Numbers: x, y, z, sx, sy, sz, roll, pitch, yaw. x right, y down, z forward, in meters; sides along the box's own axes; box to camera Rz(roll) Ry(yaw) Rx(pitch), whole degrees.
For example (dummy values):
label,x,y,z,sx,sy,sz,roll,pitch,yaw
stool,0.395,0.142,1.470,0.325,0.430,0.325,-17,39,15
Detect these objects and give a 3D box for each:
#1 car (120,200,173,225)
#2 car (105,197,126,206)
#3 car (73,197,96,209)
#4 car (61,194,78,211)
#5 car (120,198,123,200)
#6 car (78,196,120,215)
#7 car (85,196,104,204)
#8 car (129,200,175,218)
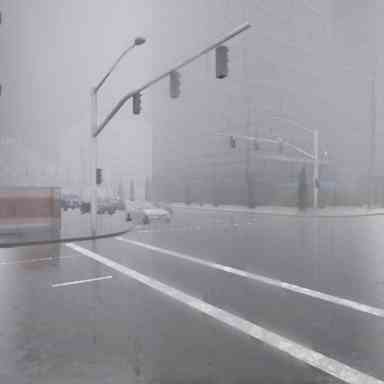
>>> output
label,x,y,z,sx,sy,sz,roll,pitch,yaw
car,-3.322,1.525,24.495,1.812,1.442,4.674,0,0,-36
car,-13.067,1.525,56.485,1.812,1.442,4.674,0,0,-36
car,-15.424,1.525,47.434,1.812,1.442,4.674,0,0,-35
car,-15.130,1.221,40.990,2.150,2.045,5.566,0,0,-36
car,-9.763,1.351,39.506,2.097,1.767,4.553,0,0,-36
car,-9.274,1.351,32.809,2.097,1.767,4.553,0,0,-36
car,-19.032,1.491,64.819,2.128,1.511,4.902,0,0,-36
car,-3.885,1.547,31.290,2.033,1.411,5.357,0,0,-36
